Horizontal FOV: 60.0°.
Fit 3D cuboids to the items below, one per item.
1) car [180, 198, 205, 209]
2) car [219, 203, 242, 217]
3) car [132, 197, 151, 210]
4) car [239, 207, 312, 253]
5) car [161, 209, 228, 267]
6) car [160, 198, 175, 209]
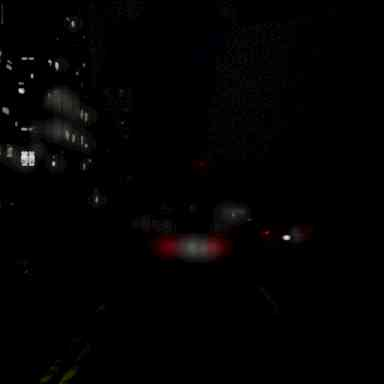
[{"bbox_3d":[0.044,1.316,28.455,2.097,1.767,4.553,0,0,1],"label":"car"},{"bbox_3d":[3.289,1.566,27.935,1.895,1.301,4.718,0,0,1],"label":"car"},{"bbox_3d":[-6.543,1.459,43.328,1.837,1.490,4.892,0,0,1],"label":"car"},{"bbox_3d":[3.295,1.546,13.537,1.994,1.385,4.181,0,0,0],"label":"car"},{"bbox_3d":[0.022,1.532,11.359,2.033,1.411,5.357,0,0,0],"label":"car"},{"bbox_3d":[-3.270,1.498,45.482,2.033,1.411,5.357,0,0,0],"label":"car"}]
